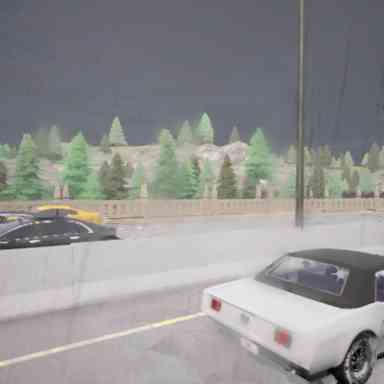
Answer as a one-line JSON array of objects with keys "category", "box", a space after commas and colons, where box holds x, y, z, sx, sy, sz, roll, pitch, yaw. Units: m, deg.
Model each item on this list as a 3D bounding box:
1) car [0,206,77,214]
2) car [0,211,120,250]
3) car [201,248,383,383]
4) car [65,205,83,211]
[{"category": "car", "box": [-6.934, 1.430, 11.743, 4.902, 1.511, 2.128, 0, 0, -34]}, {"category": "car", "box": [-4.425, 1.459, 9.219, 4.892, 1.490, 1.837, 0, 0, -33]}, {"category": "car", "box": [2.586, 1.588, 5.254, 4.718, 1.301, 1.895, 0, 0, -32]}, {"category": "car", "box": [-6.910, 1.405, 15.956, 5.008, 1.535, 1.882, 0, 0, -33]}]
